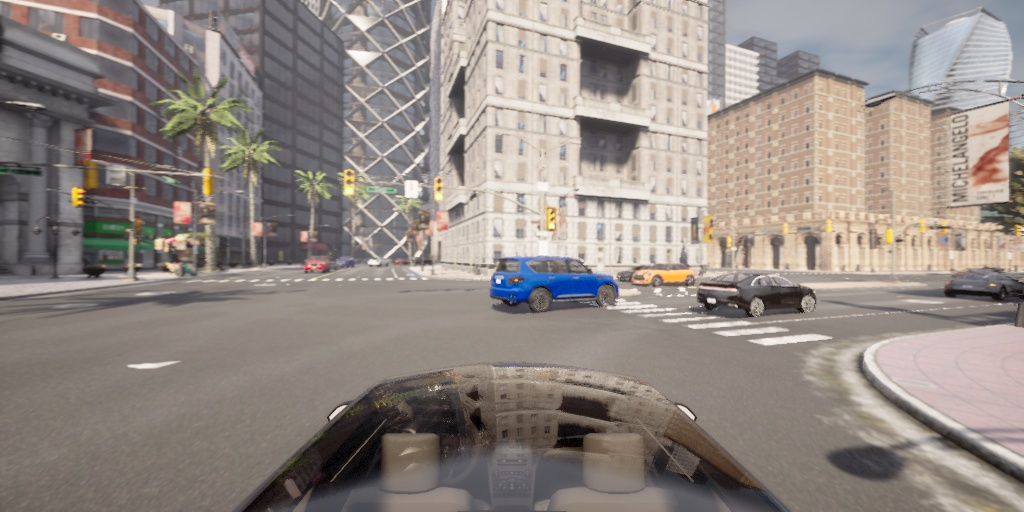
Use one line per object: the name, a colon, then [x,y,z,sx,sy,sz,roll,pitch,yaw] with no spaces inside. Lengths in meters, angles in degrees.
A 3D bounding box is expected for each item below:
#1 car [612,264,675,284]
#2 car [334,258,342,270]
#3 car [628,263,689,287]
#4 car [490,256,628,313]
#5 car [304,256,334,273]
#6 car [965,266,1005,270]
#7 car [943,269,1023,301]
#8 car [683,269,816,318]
car: [11.143,1.485,30.387,4.892,1.490,1.837,1,0,-20]
car: [-26.819,1.371,52.886,1.994,1.385,4.181,1,0,-19]
car: [11.228,1.314,26.698,4.553,1.767,2.097,1,0,-20]
car: [1.814,1.050,14.536,5.566,2.045,2.150,1,-1,-31]
car: [-23.530,1.006,43.533,2.150,2.045,5.566,1,0,-19]
car: [42.021,1.788,32.540,1.994,1.385,4.181,0,0,37]
car: [25.889,1.601,19.565,4.181,1.385,1.994,1,0,-20]
car: [9.225,1.371,13.487,4.902,1.511,2.128,1,-1,-23]
